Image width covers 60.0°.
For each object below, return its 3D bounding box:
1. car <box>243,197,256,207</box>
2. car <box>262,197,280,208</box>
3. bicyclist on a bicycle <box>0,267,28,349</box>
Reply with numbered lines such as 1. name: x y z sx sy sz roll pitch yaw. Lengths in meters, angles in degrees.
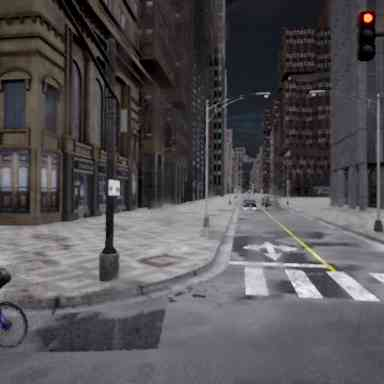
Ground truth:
1. car: 8.691 1.532 50.092 2.033 1.411 5.357 0 0 9
2. car: 11.281 1.528 46.928 1.812 1.442 4.674 0 0 9
3. bicyclist on a bicycle: -3.238 1.541 5.029 1.656 1.620 0.582 -1 -1 9
